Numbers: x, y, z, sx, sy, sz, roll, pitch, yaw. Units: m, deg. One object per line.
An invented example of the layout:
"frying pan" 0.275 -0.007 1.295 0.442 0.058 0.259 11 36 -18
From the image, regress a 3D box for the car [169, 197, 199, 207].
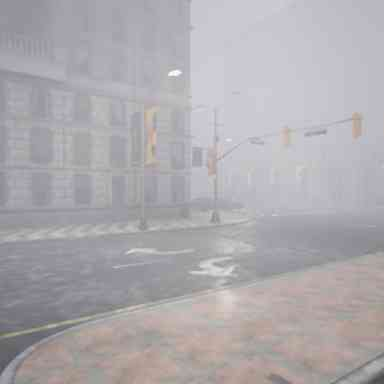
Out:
"car" -1.317 1.468 52.589 2.033 1.411 5.357 0 0 -35

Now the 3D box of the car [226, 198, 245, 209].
"car" 4.551 1.467 44.320 2.033 1.411 5.357 0 0 -36

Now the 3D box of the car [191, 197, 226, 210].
"car" 1.675 1.435 42.332 1.837 1.490 4.892 0 0 -36
